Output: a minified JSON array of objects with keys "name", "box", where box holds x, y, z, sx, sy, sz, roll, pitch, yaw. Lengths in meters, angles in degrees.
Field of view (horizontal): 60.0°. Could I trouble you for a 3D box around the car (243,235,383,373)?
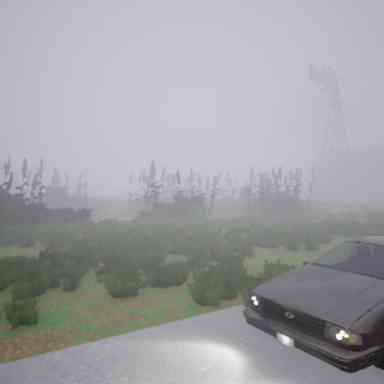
[{"name":"car","box":[3.426,1.503,5.713,5.357,1.411,2.033,0,1,-33]}]
